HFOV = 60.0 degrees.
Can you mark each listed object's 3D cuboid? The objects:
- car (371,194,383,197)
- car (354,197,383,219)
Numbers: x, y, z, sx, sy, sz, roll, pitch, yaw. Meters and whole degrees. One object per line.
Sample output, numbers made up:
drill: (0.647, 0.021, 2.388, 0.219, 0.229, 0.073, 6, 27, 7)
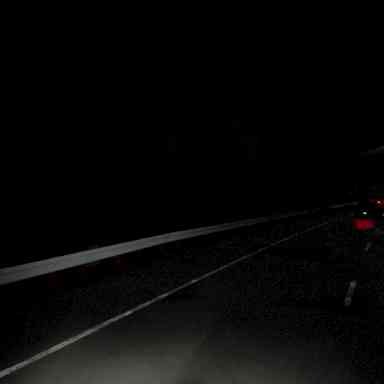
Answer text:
car: (21.782, 1.221, 38.280, 2.150, 2.045, 5.566, 0, 0, 35)
car: (15.783, 1.505, 29.696, 1.837, 1.490, 4.892, 0, 0, 35)
